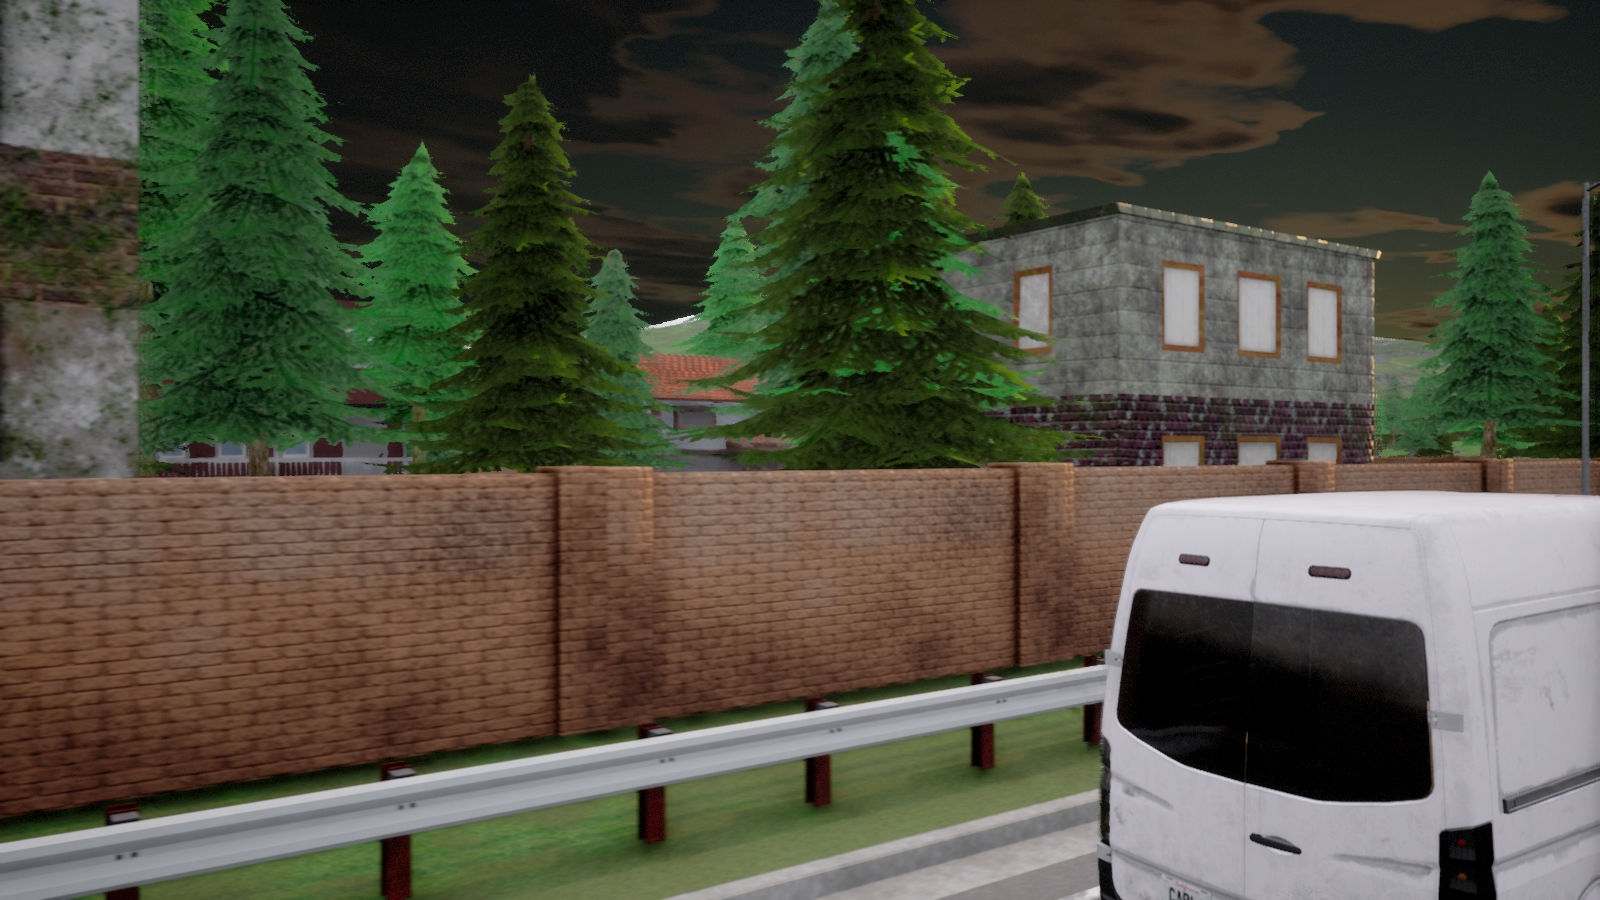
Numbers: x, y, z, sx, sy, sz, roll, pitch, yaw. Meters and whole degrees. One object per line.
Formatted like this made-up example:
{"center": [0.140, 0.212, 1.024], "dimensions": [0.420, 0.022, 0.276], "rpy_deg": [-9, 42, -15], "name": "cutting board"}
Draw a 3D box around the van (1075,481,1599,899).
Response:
{"center": [4.442, 1.535, 6.899], "dimensions": [5.915, 2.561, 1.988], "rpy_deg": [0, 0, -35], "name": "van"}
